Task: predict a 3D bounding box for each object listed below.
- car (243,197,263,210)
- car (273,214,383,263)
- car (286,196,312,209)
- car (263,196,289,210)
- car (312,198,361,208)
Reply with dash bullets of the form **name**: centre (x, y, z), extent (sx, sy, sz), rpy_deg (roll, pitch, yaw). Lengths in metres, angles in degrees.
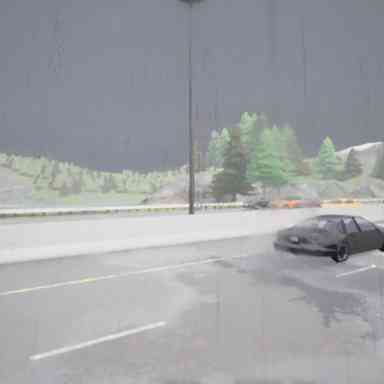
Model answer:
- **car**: centre (8.229, 1.358, 39.950), extent (4.902, 1.511, 2.128), rpy_deg (0, 0, -35)
- **car**: centre (5.225, 1.498, 11.771), extent (5.357, 1.411, 2.033), rpy_deg (0, 0, -36)
- **car**: centre (12.165, 1.393, 34.154), extent (4.674, 1.442, 1.812), rpy_deg (0, 0, -35)
- **car**: centre (10.660, 1.217, 37.375), extent (4.553, 1.767, 2.097), rpy_deg (0, 0, -35)
- **car**: centre (13.804, 1.347, 31.024), extent (5.008, 1.535, 1.882), rpy_deg (0, 0, -35)
